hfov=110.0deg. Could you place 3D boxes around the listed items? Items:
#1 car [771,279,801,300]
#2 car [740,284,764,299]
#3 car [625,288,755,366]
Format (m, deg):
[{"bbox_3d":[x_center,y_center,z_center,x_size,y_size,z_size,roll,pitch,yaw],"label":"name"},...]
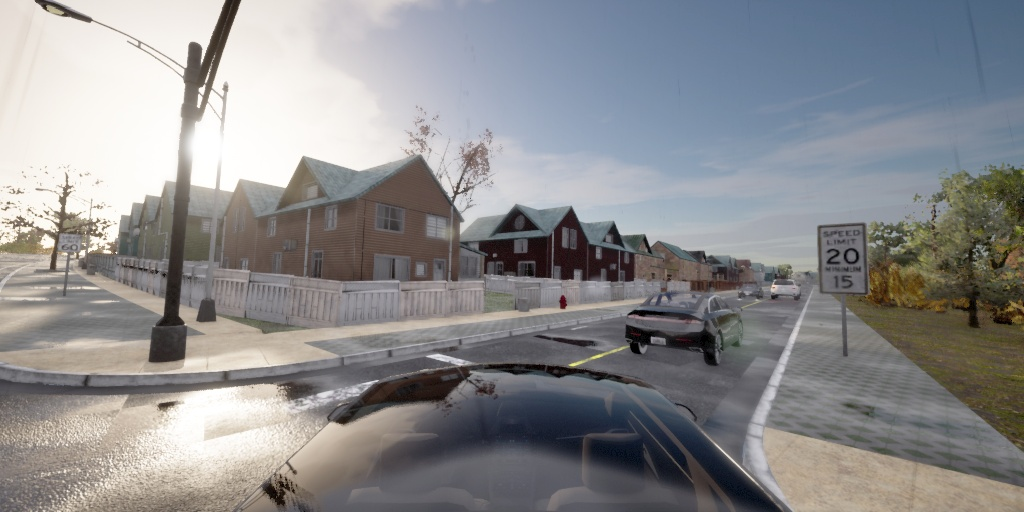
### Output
[{"bbox_3d":[28.329,3.453,37.113,2.150,2.045,5.566,-2,-4,41],"label":"car"},{"bbox_3d":[25.182,3.703,37.766,2.128,1.511,4.902,-2,-4,40],"label":"car"},{"bbox_3d":[4.554,1.656,9.179,2.128,1.511,4.902,-2,-4,40],"label":"car"}]
